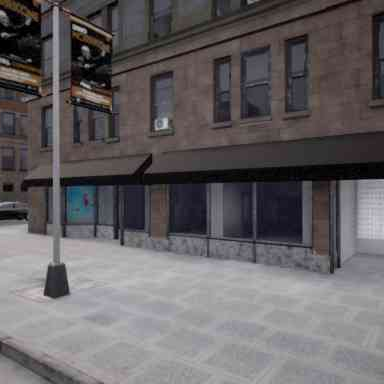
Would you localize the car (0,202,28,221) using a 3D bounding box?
[{"bbox_3d":[-14.079,1.542,25.215,1.837,1.490,4.892,0,0,37],"label":"car"}]
